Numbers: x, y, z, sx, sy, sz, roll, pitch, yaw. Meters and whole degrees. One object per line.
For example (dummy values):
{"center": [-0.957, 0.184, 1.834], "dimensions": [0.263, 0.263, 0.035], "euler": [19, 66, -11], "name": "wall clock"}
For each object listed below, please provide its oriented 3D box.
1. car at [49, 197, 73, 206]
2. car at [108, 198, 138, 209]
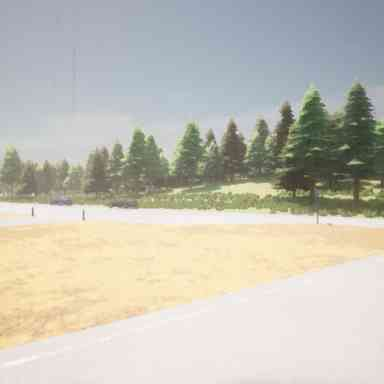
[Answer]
{"center": [-21.778, 1.550, 55.149], "dimensions": [5.008, 1.535, 1.882], "euler": [0, 0, 36], "name": "car"}
{"center": [-9.646, 1.579, 46.328], "dimensions": [4.902, 1.511, 2.128], "euler": [0, 0, 36], "name": "car"}
